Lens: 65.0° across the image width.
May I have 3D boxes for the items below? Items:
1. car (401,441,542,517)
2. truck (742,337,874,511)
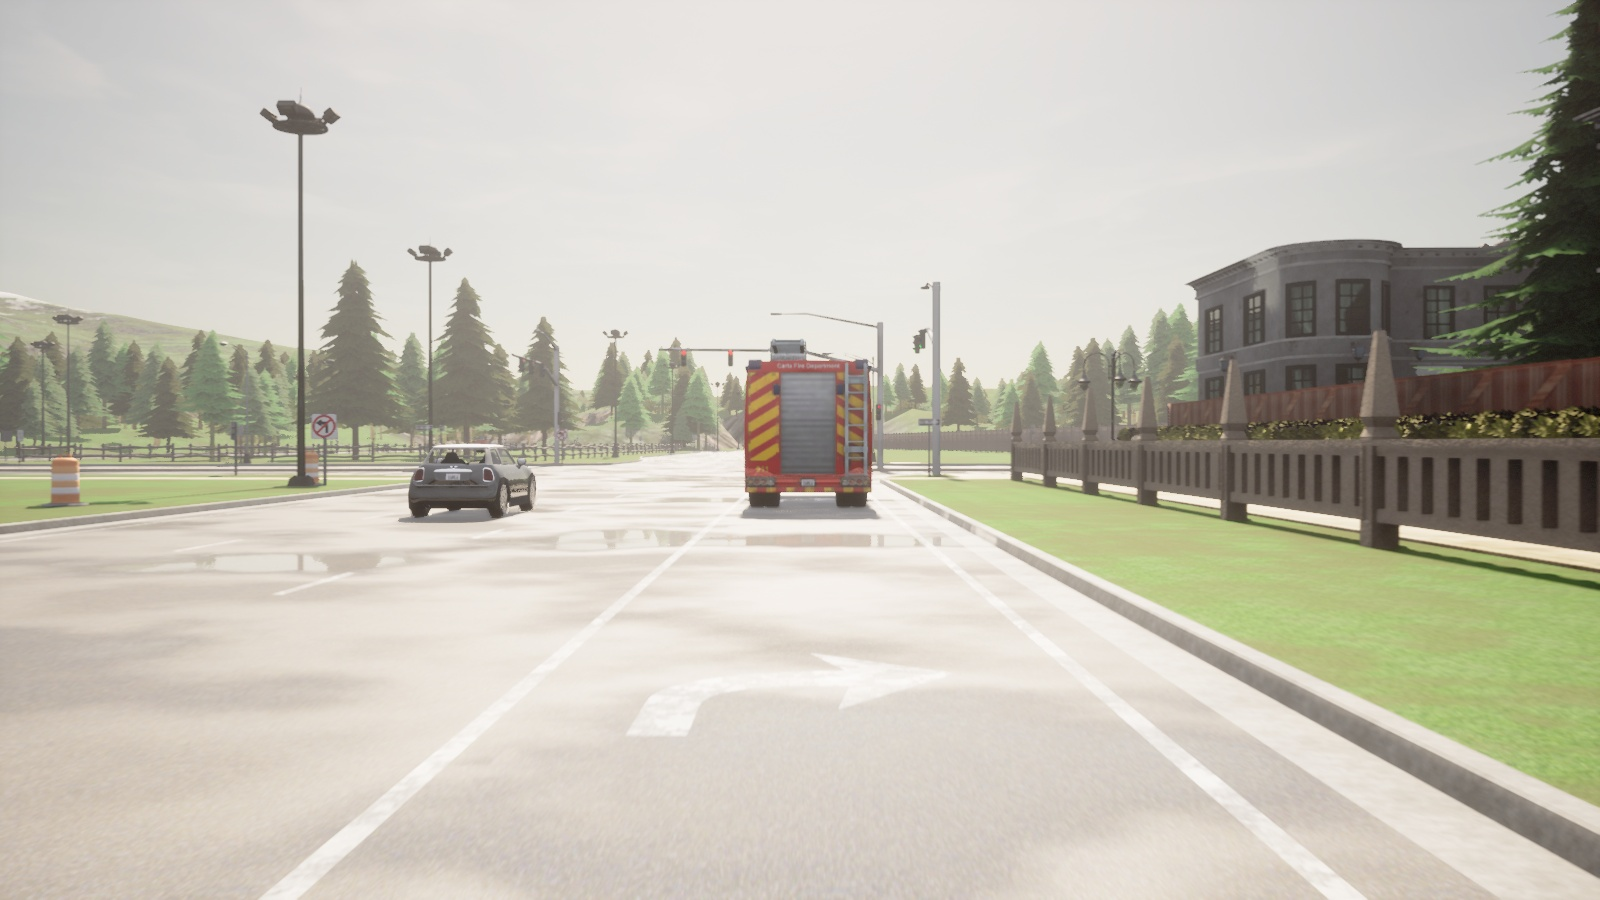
[{"bbox_3d":[-6.834,0.557,26.555,1.970,1.475,3.806,0,0,0],"label":"car"},{"bbox_3d":[0.198,-0.598,31.882,2.891,3.827,8.468,0,0,0],"label":"truck"}]
